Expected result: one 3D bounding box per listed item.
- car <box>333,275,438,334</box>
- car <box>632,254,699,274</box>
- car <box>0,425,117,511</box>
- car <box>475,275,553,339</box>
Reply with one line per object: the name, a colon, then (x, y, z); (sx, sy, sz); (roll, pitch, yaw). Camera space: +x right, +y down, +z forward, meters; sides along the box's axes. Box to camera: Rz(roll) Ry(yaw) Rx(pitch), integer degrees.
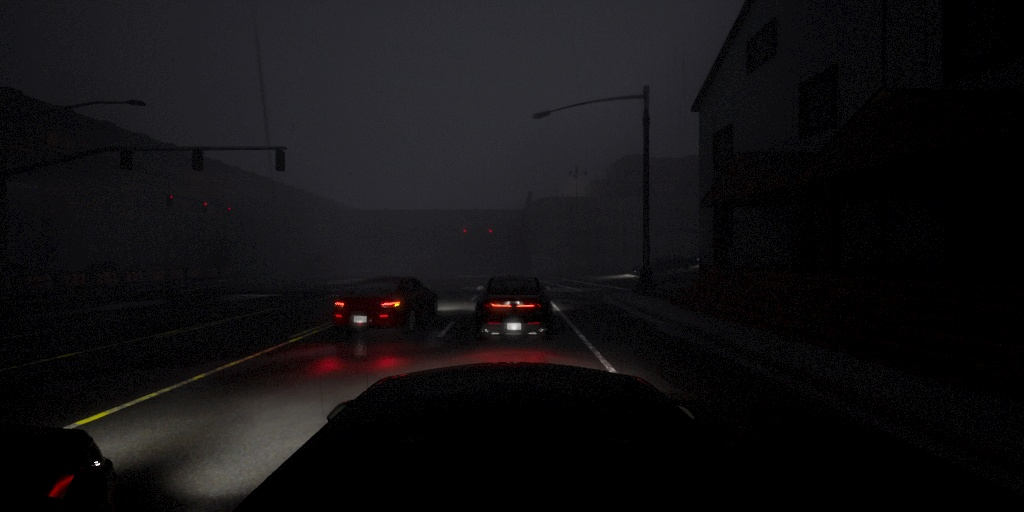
car: (-3.454, 1.276, 10.470); (1.812, 1.442, 4.674); (0, 0, 0)
car: (13.025, 0.603, 30.447); (5.357, 1.411, 2.033); (-7, 0, -1)
car: (-3.401, 1.255, 0.187); (1.837, 1.490, 4.892); (0, 0, 0)
car: (0.042, 1.255, 10.055); (1.837, 1.490, 4.892); (0, 0, 0)
